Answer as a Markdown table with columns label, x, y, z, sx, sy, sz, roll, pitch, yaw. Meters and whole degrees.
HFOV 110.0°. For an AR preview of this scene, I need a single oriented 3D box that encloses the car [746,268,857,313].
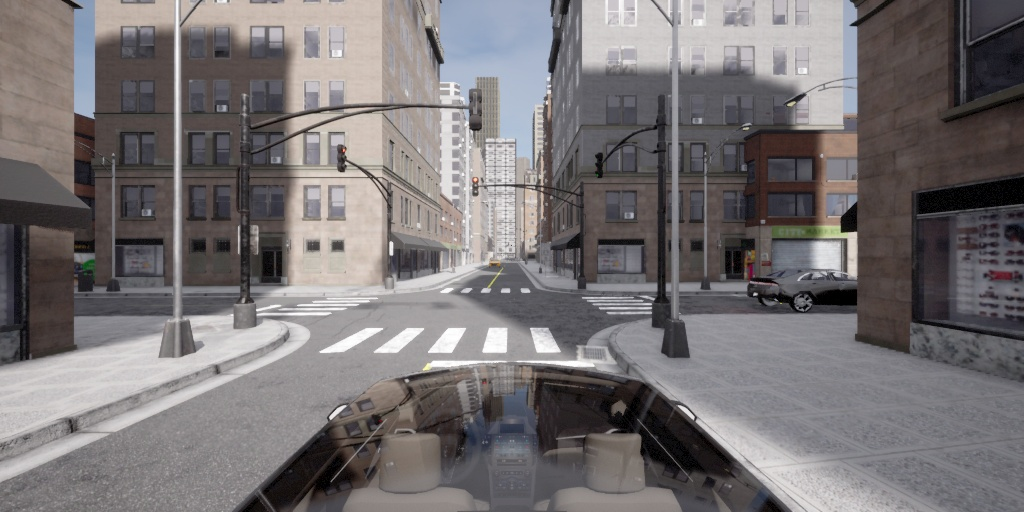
| label | x | y | z | sx | sy | sz | roll | pitch | yaw |
| --- | --- | --- | --- | --- | --- | --- | --- | --- | --- |
| car | 11.429 | 1.209 | 13.264 | 4.902 | 1.511 | 2.128 | 0 | 0 | 0 |

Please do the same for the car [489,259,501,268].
| label | x | y | z | sx | sy | sz | roll | pitch | yaw |
| --- | --- | --- | --- | --- | --- | --- | --- | --- | --- |
| car | -2.993 | 1.207 | 62.949 | 1.882 | 1.535 | 5.008 | 0 | 0 | 0 |
